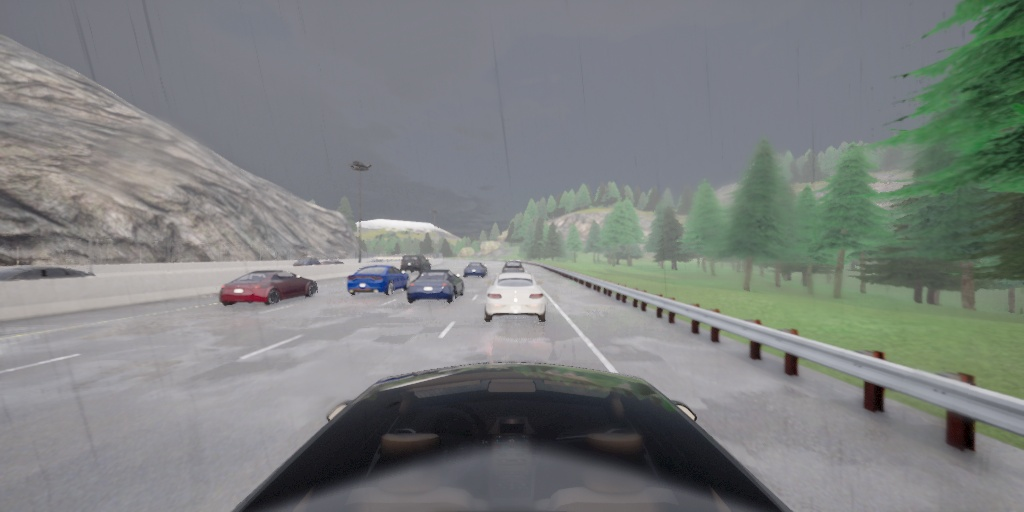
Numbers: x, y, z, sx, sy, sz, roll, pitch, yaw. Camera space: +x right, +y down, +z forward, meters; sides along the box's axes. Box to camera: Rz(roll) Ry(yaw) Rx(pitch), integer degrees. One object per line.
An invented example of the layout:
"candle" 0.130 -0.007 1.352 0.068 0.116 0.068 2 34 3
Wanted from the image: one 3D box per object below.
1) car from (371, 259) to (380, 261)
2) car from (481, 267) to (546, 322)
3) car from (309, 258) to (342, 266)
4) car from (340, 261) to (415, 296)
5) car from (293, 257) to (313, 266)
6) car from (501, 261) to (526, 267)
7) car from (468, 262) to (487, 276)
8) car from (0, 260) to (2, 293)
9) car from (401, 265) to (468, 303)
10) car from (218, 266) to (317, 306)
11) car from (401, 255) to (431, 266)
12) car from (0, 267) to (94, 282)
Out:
"car" -21.034 1.224 55.462 1.994 1.385 4.181 0 0 0
"car" 0.096 1.258 12.158 1.812 1.442 4.674 0 0 0
"car" -24.555 1.274 48.010 1.895 1.301 4.718 0 0 0
"car" -6.892 1.199 19.018 1.882 1.535 5.008 0 0 0
"car" -31.512 1.013 55.228 2.097 1.767 4.553 0 0 1
"car" 0.109 1.193 30.102 2.128 1.511 4.902 0 0 0
"car" -3.386 1.260 33.965 1.994 1.385 4.181 0 0 0
"car" -28.092 1.077 16.747 2.097 1.767 4.553 0 0 0
"car" -3.395 1.289 16.541 1.994 1.385 4.181 0 0 0
"car" -10.394 1.291 15.645 1.994 1.385 4.181 0 0 0
"car" -10.385 0.910 38.926 2.150 2.045 5.566 0 0 0
"car" -21.093 1.232 15.389 1.837 1.490 4.892 0 0 0
